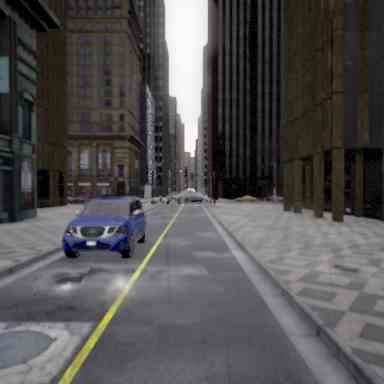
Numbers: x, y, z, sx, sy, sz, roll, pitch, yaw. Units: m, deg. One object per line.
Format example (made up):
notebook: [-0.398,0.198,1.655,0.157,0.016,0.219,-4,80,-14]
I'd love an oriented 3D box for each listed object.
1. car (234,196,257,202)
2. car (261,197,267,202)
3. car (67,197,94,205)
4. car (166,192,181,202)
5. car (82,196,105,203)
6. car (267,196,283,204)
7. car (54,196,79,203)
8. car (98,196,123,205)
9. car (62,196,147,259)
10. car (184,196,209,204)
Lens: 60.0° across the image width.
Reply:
car: [11.549,1.438,71.495,4.829,1.417,1.752,0,1,0]
car: [17.019,1.445,71.517,4.507,1.381,1.887,0,1,0]
car: [-21.038,1.688,62.845,4.403,1.369,2.008,0,1,0]
car: [-3.031,0.945,55.093,2.150,2.045,5.566,0,0,0]
car: [-21.042,1.578,71.369,4.313,1.339,1.947,0,1,0]
car: [17.123,1.576,62.993,4.403,1.369,2.008,0,1,0]
car: [-26.879,1.563,71.346,4.829,1.417,1.752,0,1,0]
car: [-15.368,1.557,62.865,4.097,1.590,1.967,0,1,0]
car: [-3.108,1.216,13.011,2.150,2.045,5.566,0,0,0]
car: [0.958,1.536,65.696,4.892,1.490,1.837,0,1,0]
